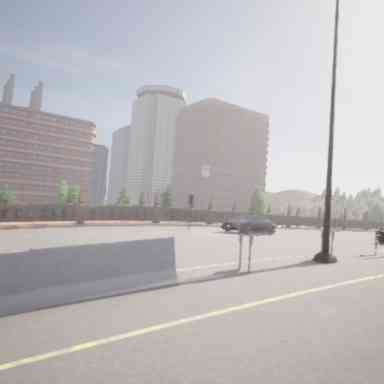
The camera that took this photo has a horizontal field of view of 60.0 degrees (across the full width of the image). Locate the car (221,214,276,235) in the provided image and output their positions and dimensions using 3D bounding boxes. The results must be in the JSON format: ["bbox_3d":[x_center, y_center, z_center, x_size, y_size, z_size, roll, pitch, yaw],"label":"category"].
[{"bbox_3d":[4.151,2.311,24.150,4.181,1.385,1.994,6,-3,-35],"label":"car"}]

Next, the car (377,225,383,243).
[{"bbox_3d":[14.731,3.010,23.100,4.718,1.301,1.895,6,-3,-35],"label":"car"}]

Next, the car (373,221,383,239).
[{"bbox_3d":[18.867,3.531,30.341,4.902,1.511,2.128,6,-3,-35],"label":"car"}]
